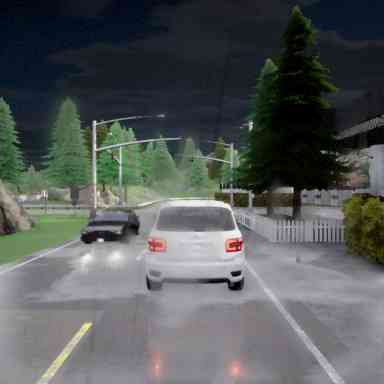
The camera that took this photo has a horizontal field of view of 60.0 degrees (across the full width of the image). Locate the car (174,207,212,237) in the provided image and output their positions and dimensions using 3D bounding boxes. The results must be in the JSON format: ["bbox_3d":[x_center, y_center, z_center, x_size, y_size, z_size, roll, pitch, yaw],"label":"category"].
[{"bbox_3d":[0.020,1.601,18.934,1.895,1.301,4.718,0,0,0],"label":"car"}]

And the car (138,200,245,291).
[{"bbox_3d":[0.065,1.221,9.170,2.150,2.045,5.566,0,0,0],"label":"car"}]

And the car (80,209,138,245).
[{"bbox_3d":[-3.633,1.548,15.904,2.033,1.411,5.357,0,0,0],"label":"car"}]
